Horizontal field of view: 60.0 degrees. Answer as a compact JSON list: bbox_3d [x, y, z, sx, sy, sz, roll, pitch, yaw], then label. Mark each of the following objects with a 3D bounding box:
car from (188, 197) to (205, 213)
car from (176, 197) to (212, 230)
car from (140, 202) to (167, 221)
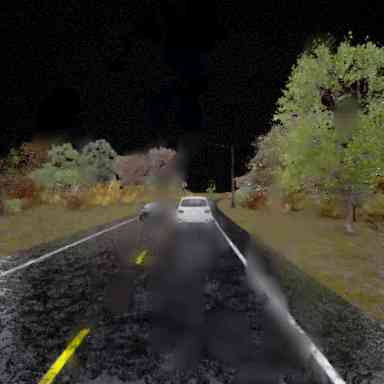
[{"bbox_3d":[0.606,1.565,41.780,2.097,1.767,4.553,0,0,2],"label":"car"},{"bbox_3d":[0.148,1.326,22.139,2.150,2.045,5.566,0,0,1],"label":"car"},{"bbox_3d":[-3.350,1.620,29.339,1.882,1.535,5.008,0,-1,1],"label":"car"}]
